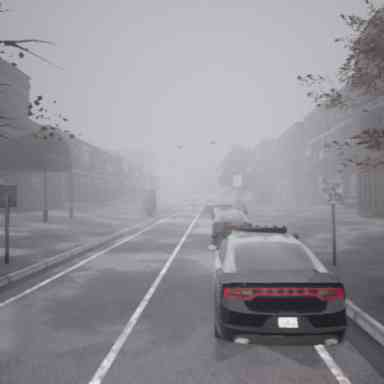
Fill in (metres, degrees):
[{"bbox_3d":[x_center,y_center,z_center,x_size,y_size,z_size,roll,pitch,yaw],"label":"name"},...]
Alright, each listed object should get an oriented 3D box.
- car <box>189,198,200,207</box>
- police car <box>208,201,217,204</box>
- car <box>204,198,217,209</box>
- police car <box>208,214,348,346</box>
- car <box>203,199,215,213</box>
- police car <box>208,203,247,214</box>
[{"bbox_3d":[0.540,1.992,64.408,2.097,1.767,4.553,-1,0,3],"label":"car"},{"bbox_3d":[2.220,1.684,22.815,1.930,1.638,5.238,-1,-1,3],"label":"police car"},{"bbox_3d":[3.176,1.932,57.514,2.097,1.767,4.553,-1,0,3],"label":"car"},{"bbox_3d":[1.364,1.495,6.838,1.930,1.638,5.238,-1,-1,3],"label":"police car"},{"bbox_3d":[2.501,2.029,44.553,1.812,1.442,4.674,-1,0,3],"label":"car"},{"bbox_3d":[1.899,1.613,16.824,1.930,1.638,5.238,-1,-1,3],"label":"police car"}]
